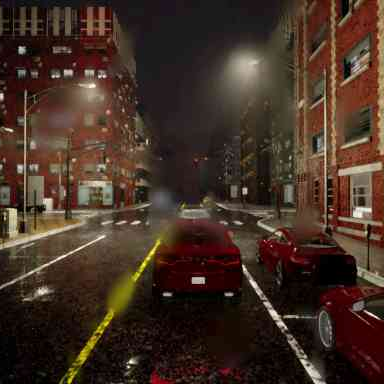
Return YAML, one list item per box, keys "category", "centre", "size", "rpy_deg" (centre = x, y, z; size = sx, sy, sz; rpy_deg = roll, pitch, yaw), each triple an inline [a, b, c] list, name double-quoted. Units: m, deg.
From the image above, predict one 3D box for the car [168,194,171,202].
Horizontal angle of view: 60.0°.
- category: "car"
  centre: [-5.569, 1.602, 63.883]
  size: [1.802, 1.307, 4.206]
  rpy_deg: [1, 0, 0]

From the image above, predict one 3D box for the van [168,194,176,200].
- category: "van"
  centre: [-5.516, 1.375, 92.145]
  size: [1.690, 1.788, 3.998]
  rpy_deg: [1, 0, 0]

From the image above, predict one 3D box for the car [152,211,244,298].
- category: "car"
  centre: [0.113, 1.480, 8.606]
  size: [1.882, 1.535, 5.008]
  rpy_deg: [0, 0, 0]

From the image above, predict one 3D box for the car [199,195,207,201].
- category: "car"
  centre: [2.851, 1.597, 86.439]
  size: [1.947, 1.339, 4.313]
  rpy_deg: [1, 0, 0]

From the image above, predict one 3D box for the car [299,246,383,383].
- category: "car"
  centre: [2.673, 1.583, 3.268]
  size: [1.802, 1.307, 4.206]
  rpy_deg: [1, 0, 0]

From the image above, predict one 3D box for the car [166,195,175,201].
- category: "car"
  centre: [-5.529, 1.582, 86.492]
  size: [2.008, 1.369, 4.403]
  rpy_deg: [1, 0, 0]

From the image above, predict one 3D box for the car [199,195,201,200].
- category: "car"
  centre: [2.841, 1.572, 80.787]
  size: [1.887, 1.381, 4.507]
  rpy_deg: [1, 0, 0]

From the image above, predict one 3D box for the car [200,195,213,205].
- category: "car"
  centre: [2.802, 1.543, 58.347]
  size: [1.752, 1.417, 4.829]
  rpy_deg: [1, 0, 0]

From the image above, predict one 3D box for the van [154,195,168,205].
- category: "van"
  centre: [-5.575, 1.359, 58.231]
  size: [1.690, 1.788, 3.998]
  rpy_deg: [1, 0, 0]

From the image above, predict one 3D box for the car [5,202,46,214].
- category: "car"
  centre: [-18.646, 1.730, 37.343]
  size: [4.313, 1.339, 1.947]
  rpy_deg: [0, -1, 0]

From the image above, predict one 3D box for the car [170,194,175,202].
- category: "car"
  centre: [-5.549, 1.607, 75.187]
  size: [1.802, 1.307, 4.206]
  rpy_deg: [1, 0, 0]

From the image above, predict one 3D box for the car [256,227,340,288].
- category: "car"
  centre: [2.853, 1.584, 8.924]
  size: [1.802, 1.307, 4.206]
  rpy_deg: [1, 0, 0]
